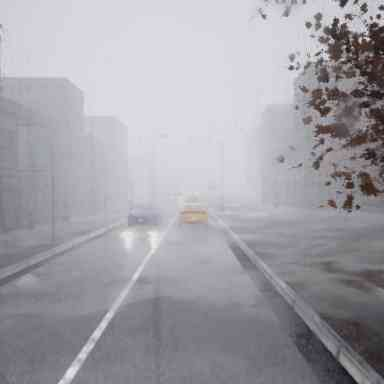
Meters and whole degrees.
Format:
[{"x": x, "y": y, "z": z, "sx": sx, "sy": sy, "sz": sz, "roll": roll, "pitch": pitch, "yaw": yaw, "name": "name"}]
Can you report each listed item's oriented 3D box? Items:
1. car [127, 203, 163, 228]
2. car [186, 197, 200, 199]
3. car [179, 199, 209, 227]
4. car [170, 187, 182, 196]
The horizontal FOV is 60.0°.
[{"x": -3.094, "y": 1.466, "z": 22.575, "sx": 1.882, "sy": 1.535, "sz": 5.008, "roll": 0, "pitch": 0, "yaw": 0, "name": "car"}, {"x": 0.107, "y": 1.269, "z": 42.554, "sx": 1.994, "sy": 1.385, "sz": 4.181, "roll": 0, "pitch": 2, "yaw": 0, "name": "car"}, {"x": 0.104, "y": 1.466, "z": 22.662, "sx": 1.882, "sy": 1.535, "sz": 5.008, "roll": 0, "pitch": 0, "yaw": 0, "name": "car"}, {"x": -3.022, "y": -0.183, "z": 63.670, "sx": 2.097, "sy": 1.767, "sz": 4.553, "roll": 0, "pitch": 4, "yaw": 1, "name": "car"}]
